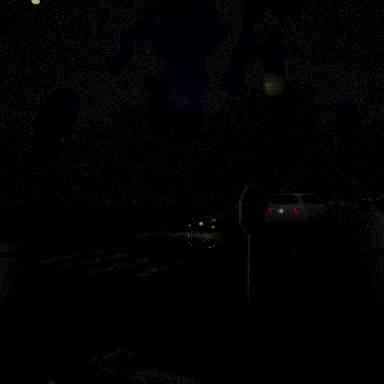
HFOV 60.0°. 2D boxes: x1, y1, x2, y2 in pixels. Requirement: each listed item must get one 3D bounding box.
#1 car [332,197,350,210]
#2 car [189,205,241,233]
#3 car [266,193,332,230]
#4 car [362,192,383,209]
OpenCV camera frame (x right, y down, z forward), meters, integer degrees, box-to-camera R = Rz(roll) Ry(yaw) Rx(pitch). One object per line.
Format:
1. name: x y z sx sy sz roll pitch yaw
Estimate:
1. car: 17.362 1.330 39.414 1.812 1.442 4.674 0 0 37
2. car: 1.650 1.416 18.534 1.994 1.385 4.181 0 0 37
3. car: 6.376 1.063 19.920 2.150 2.045 5.566 0 0 37
4. car: 23.331 1.047 42.526 2.150 2.045 5.566 0 0 37
